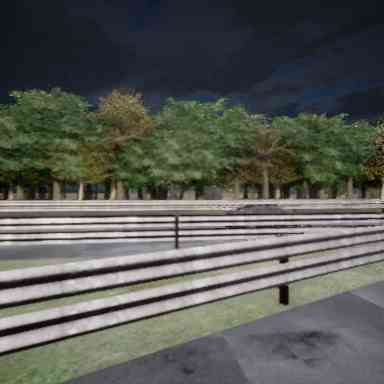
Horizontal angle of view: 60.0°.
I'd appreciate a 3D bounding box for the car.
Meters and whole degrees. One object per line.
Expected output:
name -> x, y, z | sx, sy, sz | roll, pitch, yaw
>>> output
car -> 4.201, 1.441, 18.170 | 4.892, 1.490, 1.837 | 0, 0, -12
